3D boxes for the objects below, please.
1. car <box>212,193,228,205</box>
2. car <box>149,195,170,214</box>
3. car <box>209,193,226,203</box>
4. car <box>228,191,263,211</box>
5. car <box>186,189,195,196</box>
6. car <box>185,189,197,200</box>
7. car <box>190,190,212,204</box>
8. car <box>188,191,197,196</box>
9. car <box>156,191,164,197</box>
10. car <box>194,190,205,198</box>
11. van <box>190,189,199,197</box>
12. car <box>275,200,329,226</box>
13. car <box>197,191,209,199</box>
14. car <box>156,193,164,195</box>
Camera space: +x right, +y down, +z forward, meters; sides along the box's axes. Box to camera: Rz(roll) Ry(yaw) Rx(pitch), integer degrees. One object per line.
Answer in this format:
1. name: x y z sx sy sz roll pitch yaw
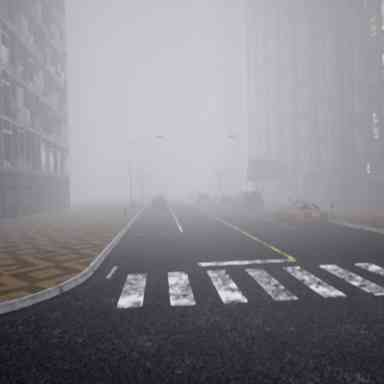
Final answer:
1. car: 4.267 0.881 43.172 1.887 1.381 4.507 -1 1 -5
2. car: -3.014 1.257 31.116 1.947 1.339 4.313 -1 1 -5
3. car: 3.739 0.849 48.789 1.802 1.307 4.206 -1 1 -5
4. car: 5.318 0.788 31.937 2.192 1.841 5.009 -1 1 -5
5. car: -0.489 0.021 93.715 2.192 1.841 5.009 -1 1 -5
6. car: 0.091 0.721 59.804 1.812 1.442 4.674 -1 1 -5
7. car: 1.403 0.857 45.870 2.128 1.511 4.902 -1 1 -5
8. car: 0.042 0.328 88.102 2.008 1.369 4.403 -1 1 -5
9. car: -8.297 0.435 87.291 1.967 1.590 4.097 -1 1 -5
10. car: 1.625 0.429 71.252 1.967 1.590 4.097 -1 1 -5
11. van: 0.567 0.189 82.483 1.690 1.788 3.998 -1 1 -5
12. car: 6.403 1.143 20.041 1.752 1.417 4.829 -1 1 -5
13. car: 2.154 0.603 65.637 1.887 1.381 4.507 -1 1 -5
14. car: -3.543 1.173 36.733 2.008 1.369 4.403 -1 1 -5
